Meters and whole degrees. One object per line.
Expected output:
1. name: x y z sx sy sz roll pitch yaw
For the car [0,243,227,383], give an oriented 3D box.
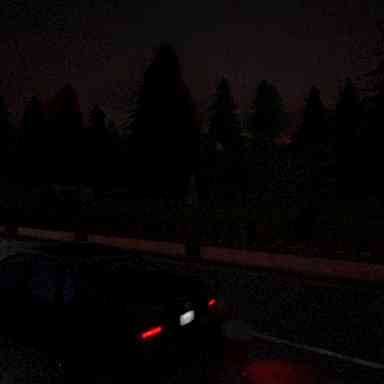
1. car: -2.099 1.591 5.489 5.357 1.411 2.033 -1 0 36
